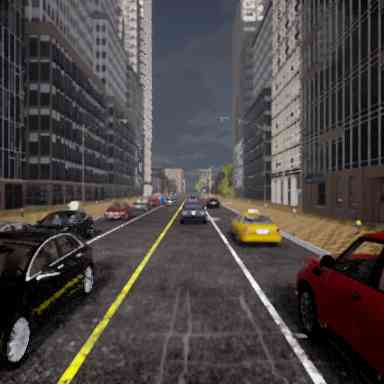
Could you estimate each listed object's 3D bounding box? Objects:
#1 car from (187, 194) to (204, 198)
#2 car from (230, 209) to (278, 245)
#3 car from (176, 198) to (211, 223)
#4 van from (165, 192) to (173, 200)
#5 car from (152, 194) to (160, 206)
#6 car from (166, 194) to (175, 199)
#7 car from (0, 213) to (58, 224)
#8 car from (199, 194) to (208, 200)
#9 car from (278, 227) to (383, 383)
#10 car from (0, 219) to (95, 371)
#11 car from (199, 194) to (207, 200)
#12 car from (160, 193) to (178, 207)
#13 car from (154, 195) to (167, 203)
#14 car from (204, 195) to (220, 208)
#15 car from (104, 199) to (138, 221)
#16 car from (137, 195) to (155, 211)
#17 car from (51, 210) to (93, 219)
[{"bbox_3d":[0.100,1.250,41.565,2.033,1.649,4.856,0,1,0],"label":"car"},{"bbox_3d":[2.693,1.463,15.019,1.752,1.417,4.829,0,0,0],"label":"car"},{"bbox_3d":[0.100,1.444,24.573,2.033,1.411,5.357,0,0,0],"label":"car"},{"bbox_3d":[-5.688,0.957,83.167,1.690,1.788,3.998,0,0,0],"label":"van"},{"bbox_3d":[-5.689,1.329,49.015,1.887,1.381,4.507,0,0,0],"label":"car"},{"bbox_3d":[-5.689,1.153,88.860,1.947,1.339,4.313,0,0,0],"label":"car"},{"bbox_3d":[-5.688,1.513,9.169,2.008,1.369,4.403,0,0,0],"label":"car"},{"bbox_3d":[2.692,1.227,77.461,1.802,1.307,4.206,0,0,0],"label":"car"},{"bbox_3d":[2.694,1.301,3.465,2.192,1.841,5.009,0,0,0],"label":"car"},{"bbox_3d":[-3.101,1.481,5.705,1.837,1.490,4.892,0,0,0],"label":"car"},{"bbox_3d":[2.692,1.140,83.323,1.752,1.417,4.829,0,0,0],"label":"car"},{"bbox_3d":[-3.002,1.230,47.875,2.128,1.511,4.902,0,0,0],"label":"car"},{"bbox_3d":[-5.689,1.312,60.400,1.802,1.307,4.206,0,0,0],"label":"car"},{"bbox_3d":[2.692,1.377,43.310,1.947,1.339,4.313,0,0,0],"label":"car"},{"bbox_3d":[-5.688,1.471,26.245,1.802,1.307,4.206,0,0,0],"label":"car"},{"bbox_3d":[-5.689,1.388,37.630,2.008,1.369,4.403,0,0,0],"label":"car"},{"bbox_3d":[-5.688,1.505,14.862,1.947,1.339,4.313,0,0,0],"label":"car"}]
